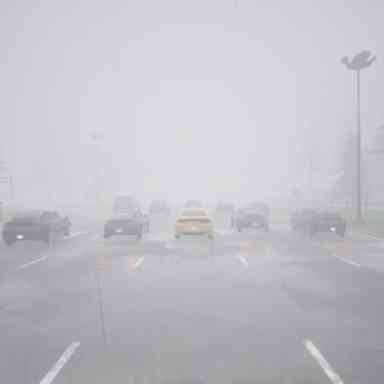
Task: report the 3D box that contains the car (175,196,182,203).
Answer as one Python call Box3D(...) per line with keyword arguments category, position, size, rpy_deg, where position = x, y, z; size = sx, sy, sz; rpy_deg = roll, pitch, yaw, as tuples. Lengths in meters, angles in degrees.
Box3D(category="car", position=(-3.501, 2.159, 91.858), size=(1.812, 1.442, 4.674), rpy_deg=(0, 0, 0))

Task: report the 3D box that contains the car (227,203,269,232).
Box3D(category="car", position=(3.585, 1.674, 21.052), size=(1.812, 1.442, 4.674), rpy_deg=(0, 0, 0))

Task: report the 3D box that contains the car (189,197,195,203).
Box3D(category="car", position=(-0.001, 2.159, 91.858), size=(1.812, 1.442, 4.674), rpy_deg=(0, 0, 0))

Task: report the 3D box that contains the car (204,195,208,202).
Box3D(category="car", position=(3.499, 2.109, 91.441), size=(1.882, 1.535, 5.008), rpy_deg=(0, 0, 0))

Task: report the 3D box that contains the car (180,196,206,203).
Box3D(category="car", position=(0.100, 1.603, 35.845), size=(2.097, 1.767, 4.553), rpy_deg=(0, 0, 0))

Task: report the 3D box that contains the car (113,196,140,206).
Box3D(category="car", position=(-6.900, 1.469, 35.371), size=(2.150, 2.045, 5.566), rpy_deg=(0, 0, 0))

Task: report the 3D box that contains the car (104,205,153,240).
Box3D(category="car", position=(-3.415, 1.651, 17.846), size=(1.812, 1.442, 4.674), rpy_deg=(0, 0, 0))

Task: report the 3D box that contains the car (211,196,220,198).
Box3D(category="car", position=(6.999, 2.171, 91.441), size=(2.033, 1.411, 5.357), rpy_deg=(0, 0, 0))

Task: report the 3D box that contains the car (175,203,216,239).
Box3D(category="car", position=(0.100, 1.607, 18.339), size=(1.882, 1.535, 5.008), rpy_deg=(0, 0, 0))

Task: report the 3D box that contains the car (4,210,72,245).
Box3D(category="car", position=(-7.319, 1.619, 16.201), size=(1.837, 1.490, 4.892), rpy_deg=(0, 0, -5))

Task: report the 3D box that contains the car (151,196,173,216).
Box3D(category="car", position=(-3.400, 1.603, 35.829), size=(2.097, 1.767, 4.553), rpy_deg=(0, 0, 0))

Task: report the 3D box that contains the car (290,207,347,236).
Box3D(category="car", position=(7.101, 1.639, 19.129), size=(1.837, 1.490, 4.892), rpy_deg=(0, 0, 0))

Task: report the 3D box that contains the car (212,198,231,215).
Box3D(category="car", position=(3.601, 1.742, 37.694), size=(1.882, 1.535, 5.008), rpy_deg=(0, 0, 0))

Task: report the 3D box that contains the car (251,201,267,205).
Box3D(category="car", position=(7.099, 1.758, 36.181), size=(1.837, 1.490, 4.892), rpy_deg=(0, 0, 0))
